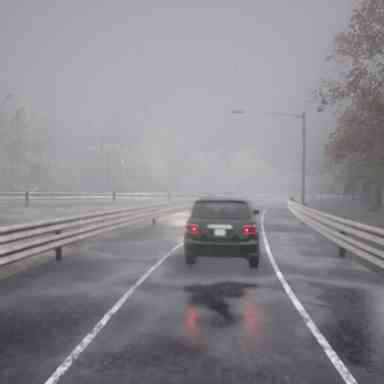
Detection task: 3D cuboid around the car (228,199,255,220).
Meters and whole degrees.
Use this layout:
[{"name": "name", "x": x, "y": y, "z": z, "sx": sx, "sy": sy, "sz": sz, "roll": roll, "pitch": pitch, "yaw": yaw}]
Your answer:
[{"name": "car", "x": 4.238, "y": 1.376, "z": 27.868, "sx": 1.837, "sy": 1.490, "sz": 4.892, "roll": 0, "pitch": 0, "yaw": 13}]

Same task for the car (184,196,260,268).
[{"name": "car", "x": 1.124, "y": 1.163, "z": 11.414, "sx": 2.150, "sy": 2.045, "sz": 5.566, "roll": 0, "pitch": 0, "yaw": 8}]
